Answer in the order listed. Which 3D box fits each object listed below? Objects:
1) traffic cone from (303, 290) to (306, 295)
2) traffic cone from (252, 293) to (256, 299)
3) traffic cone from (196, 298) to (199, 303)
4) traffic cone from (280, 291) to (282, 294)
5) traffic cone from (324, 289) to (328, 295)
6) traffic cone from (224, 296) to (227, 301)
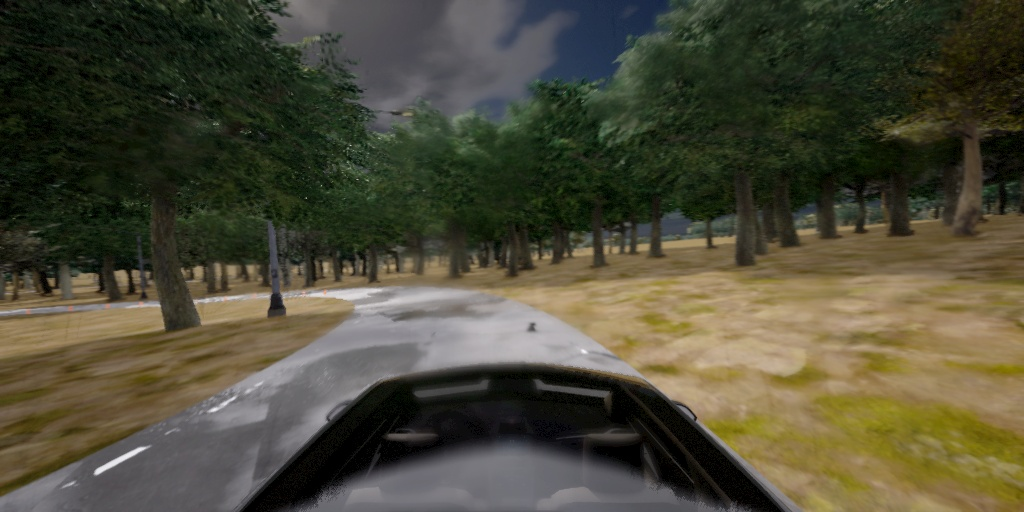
[{"bbox_3d":[-20.280,3.541,35.028,0.340,0.580,0.340,0,0,36],"label":"traffic cone"},{"bbox_3d":[-28.397,4.376,39.592,0.340,0.580,0.340,0,0,22],"label":"traffic cone"},{"bbox_3d":[-37.640,5.269,42.927,0.340,0.580,0.340,0,0,19],"label":"traffic cone"},{"bbox_3d":[-24.204,3.939,37.551,0.340,0.580,0.340,0,0,29],"label":"traffic cone"},{"bbox_3d":[-16.677,3.185,32.055,0.340,0.580,0.340,0,0,43],"label":"traffic cone"},{"bbox_3d":[-32.942,4.836,41.262,0.340,0.580,0.340,0,0,19],"label":"traffic cone"}]
